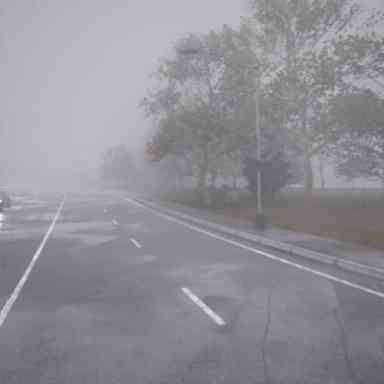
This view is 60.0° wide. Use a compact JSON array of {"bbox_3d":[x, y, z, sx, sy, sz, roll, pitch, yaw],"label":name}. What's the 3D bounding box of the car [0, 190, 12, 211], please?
[{"bbox_3d":[-16.961,0.658,28.491,2.097,1.767,4.553,-2,3,-19],"label":"car"}]
